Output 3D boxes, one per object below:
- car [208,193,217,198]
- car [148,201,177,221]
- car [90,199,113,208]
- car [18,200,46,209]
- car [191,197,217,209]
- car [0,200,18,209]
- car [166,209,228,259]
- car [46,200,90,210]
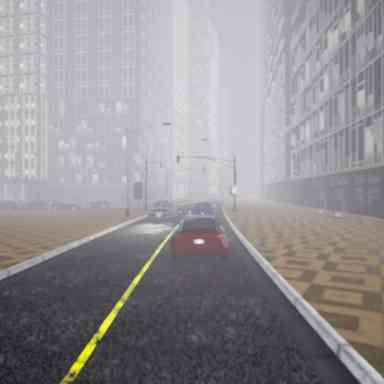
[{"bbox_3d":[5.543,1.157,90.671,2.097,1.767,4.553,0,0,11],"label":"car"},{"bbox_3d":[-2.261,1.467,26.644,2.128,1.511,4.902,0,0,4],"label":"car"},{"bbox_3d":[-14.557,1.786,52.034,4.403,1.369,2.008,-1,1,12],"label":"car"},{"bbox_3d":[-25.544,1.992,54.450,4.313,1.339,1.947,-1,1,12],"label":"car"},{"bbox_3d":[0.931,1.452,27.404,1.882,1.535,5.008,0,0,4],"label":"car"},{"bbox_3d":[-31.037,2.089,55.657,4.313,1.339,1.947,-1,1,12],"label":"car"},{"bbox_3d":[0.294,1.555,12.645,1.994,1.385,4.181,0,0,2],"label":"car"},{"bbox_3d":[-16.357,1.757,43.849,4.403,1.369,2.008,-1,1,12],"label":"car"}]
